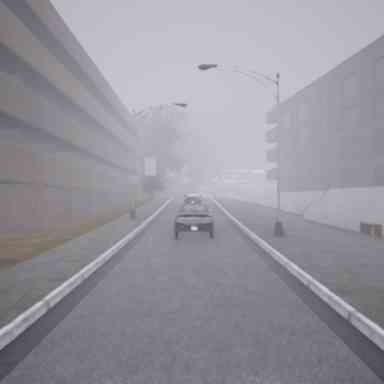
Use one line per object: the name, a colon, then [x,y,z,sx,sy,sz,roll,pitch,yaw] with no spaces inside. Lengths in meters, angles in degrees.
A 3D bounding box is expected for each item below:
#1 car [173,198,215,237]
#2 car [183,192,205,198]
car: [0.096,1.302,16.738,2.128,1.511,4.902,0,1,0]
car: [0.092,0.728,34.860,1.812,1.442,4.674,0,2,0]
